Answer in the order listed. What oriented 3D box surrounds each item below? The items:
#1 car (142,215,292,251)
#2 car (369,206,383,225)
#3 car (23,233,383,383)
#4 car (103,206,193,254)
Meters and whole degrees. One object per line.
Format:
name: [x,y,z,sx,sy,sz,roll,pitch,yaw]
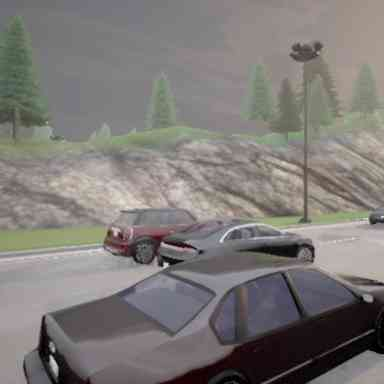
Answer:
car: [1.395,1.487,9.064,4.902,1.511,2.128,0,0,-36]
car: [13.793,1.550,22.440,4.181,1.385,1.994,0,0,-36]
car: [0.846,1.545,4.355,5.357,1.411,2.033,0,0,-36]
car: [-0.714,1.346,11.859,4.553,1.767,2.097,0,0,-36]
